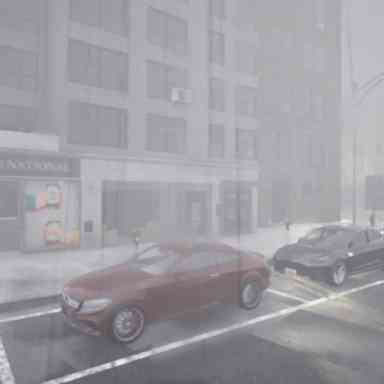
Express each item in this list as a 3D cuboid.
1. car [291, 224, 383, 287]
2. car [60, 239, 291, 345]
[{"bbox_3d":[4.238,1.638,9.558,4.313,1.339,1.947,1,0,-36],"label":"car"},{"bbox_3d":[-0.259,1.609,6.349,4.206,1.307,1.802,1,0,-36],"label":"car"}]
